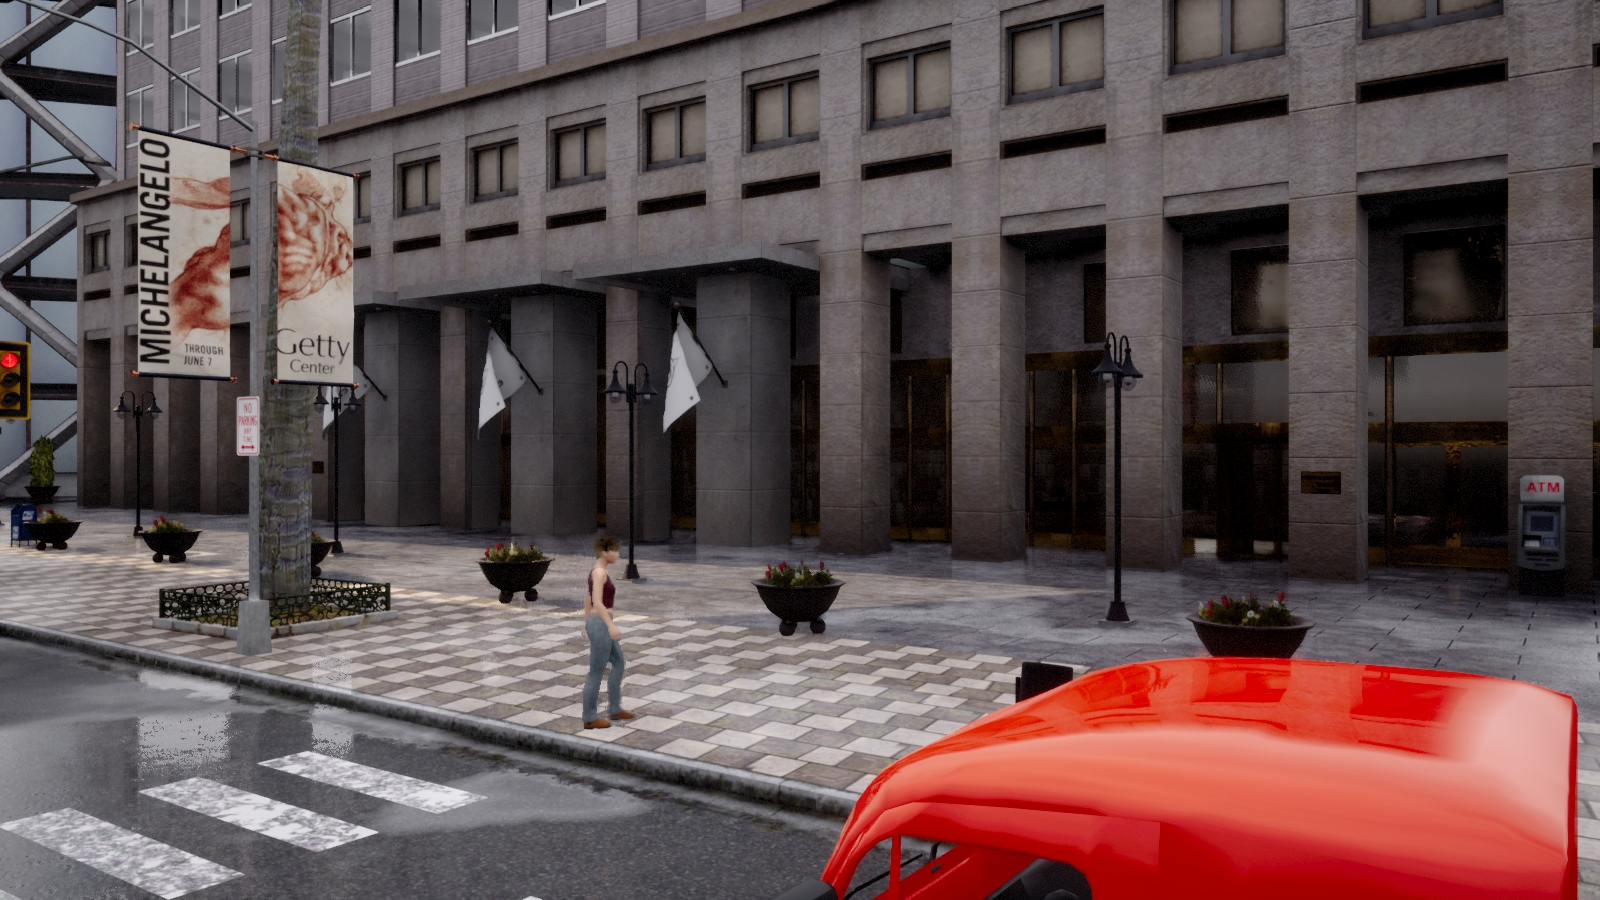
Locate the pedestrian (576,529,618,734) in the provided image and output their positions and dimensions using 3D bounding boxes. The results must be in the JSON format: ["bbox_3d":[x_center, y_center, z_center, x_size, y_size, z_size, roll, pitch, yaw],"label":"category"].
[{"bbox_3d":[-1.920,1.694,10.782,0.375,1.860,0.375,0,0,-13],"label":"pedestrian"}]

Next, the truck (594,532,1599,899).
[{"bbox_3d":[2.439,1.568,2.094,5.204,2.467,2.627,0,0,35],"label":"truck"}]
